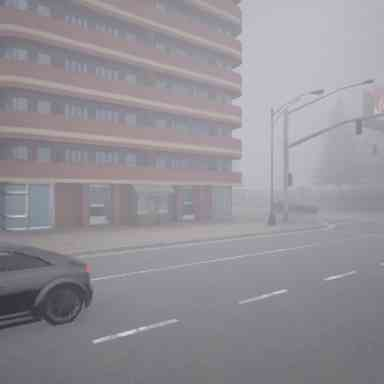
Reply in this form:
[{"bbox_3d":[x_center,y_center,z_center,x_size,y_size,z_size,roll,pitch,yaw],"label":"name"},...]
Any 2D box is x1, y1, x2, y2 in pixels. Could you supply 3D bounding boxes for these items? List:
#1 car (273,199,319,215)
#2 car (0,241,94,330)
[{"bbox_3d":[10.450,1.477,33.942,1.882,1.535,5.008,0,0,-36],"label":"car"},{"bbox_3d":[-3.843,1.564,5.537,4.181,1.385,1.994,0,0,-36],"label":"car"}]
